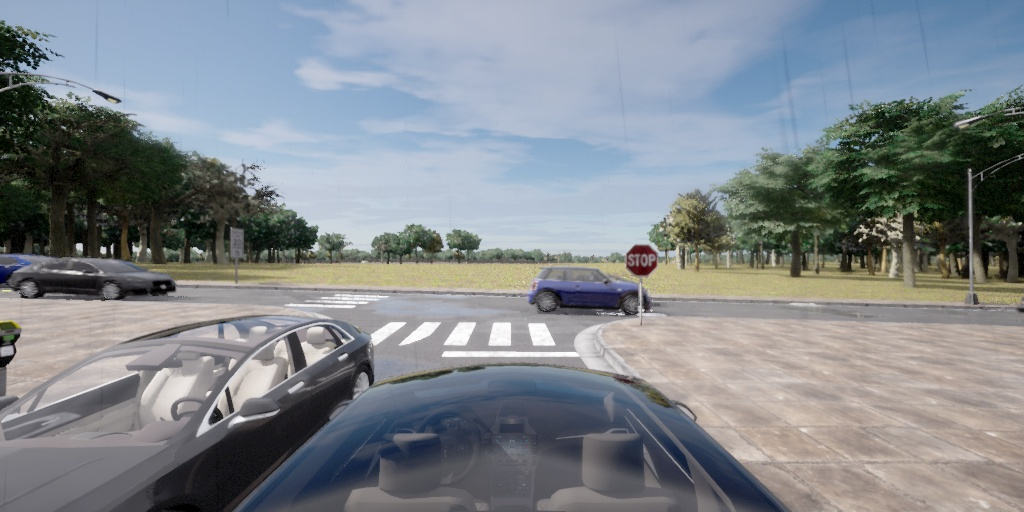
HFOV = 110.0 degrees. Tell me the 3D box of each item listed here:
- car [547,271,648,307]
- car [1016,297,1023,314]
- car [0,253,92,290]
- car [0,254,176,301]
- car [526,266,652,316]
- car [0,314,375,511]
[{"bbox_3d":[3.811,1.475,16.562,4.181,1.385,1.994,2,-1,0],"label":"car"},{"bbox_3d":[22.959,1.978,13.704,5.357,1.411,2.033,2,-1,0],"label":"car"},{"bbox_3d":[-22.896,0.651,16.439,5.008,1.535,1.882,2,-1,0],"label":"car"},{"bbox_3d":[-15.586,0.847,13.523,4.892,1.490,1.837,2,-1,0],"label":"car"},{"bbox_3d":[2.845,1.204,13.614,4.553,1.767,2.097,2,-1,0],"label":"car"},{"bbox_3d":[-2.645,1.300,3.121,2.007,1.370,4.403,0,0,0],"label":"car"}]
